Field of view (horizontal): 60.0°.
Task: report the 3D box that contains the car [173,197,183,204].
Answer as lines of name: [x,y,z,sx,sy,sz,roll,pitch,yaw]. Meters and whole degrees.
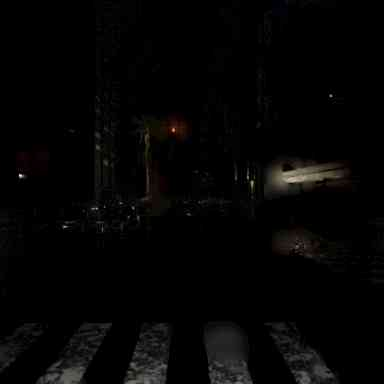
car: [-2.971,1.790,69.833,1.994,1.385,4.181,0,0,0]

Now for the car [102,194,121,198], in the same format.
car: [-9.753,1.320,39.838,2.150,2.045,5.566,0,0,0]

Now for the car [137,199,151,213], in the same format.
car: [-6.502,1.587,39.093,2.128,1.511,4.902,0,0,0]

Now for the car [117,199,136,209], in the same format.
car: [-9.711,1.701,49.798,1.994,1.385,4.181,0,0,0]

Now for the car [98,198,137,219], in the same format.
car: [-6.527,1.543,29.625,1.882,1.535,5.008,0,0,0]

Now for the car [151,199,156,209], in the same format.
car: [-6.467,1.735,48.982,1.895,1.301,4.718,0,0,1]

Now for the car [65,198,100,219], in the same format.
car: [-9.772,1.544,29.892,1.882,1.535,5.008,0,0,0]

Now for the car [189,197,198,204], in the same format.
car: [0.279,1.790,69.850,1.994,1.385,4.181,0,0,0]
